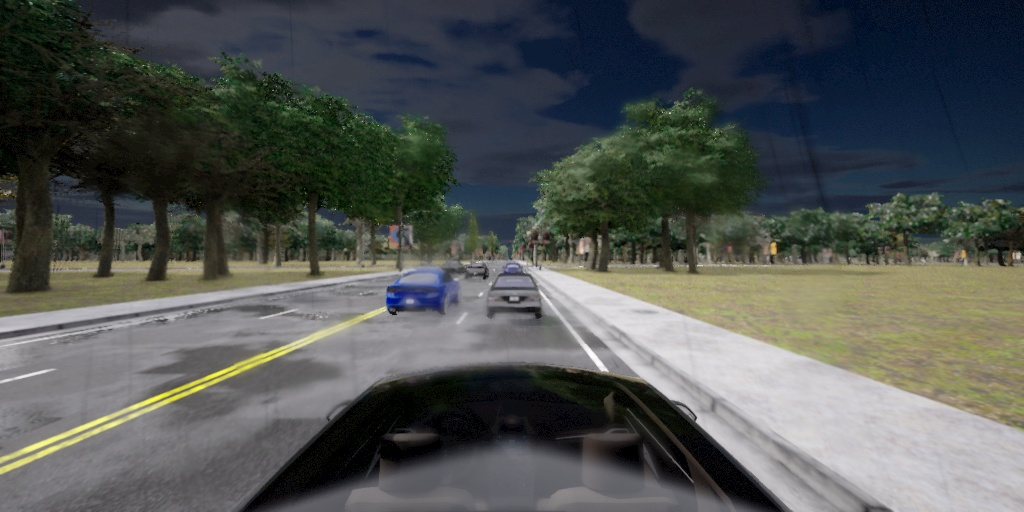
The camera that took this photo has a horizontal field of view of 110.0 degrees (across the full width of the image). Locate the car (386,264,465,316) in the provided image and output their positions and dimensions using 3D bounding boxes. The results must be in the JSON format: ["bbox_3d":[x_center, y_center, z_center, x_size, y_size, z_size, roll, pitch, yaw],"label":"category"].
[{"bbox_3d":[-3.166,1.257,13.648,1.882,1.535,5.008,0,0,0],"label":"car"}]

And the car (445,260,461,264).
[{"bbox_3d":[-6.591,1.225,40.015,2.097,1.767,4.553,0,0,0],"label":"car"}]

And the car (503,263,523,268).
[{"bbox_3d":[0.086,1.375,34.189,1.812,1.442,4.674,0,0,0],"label":"car"}]

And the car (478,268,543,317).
[{"bbox_3d":[0.086,1.326,13.198,2.033,1.411,5.357,0,0,0],"label":"car"}]

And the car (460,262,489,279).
[{"bbox_3d":[-3.156,1.337,33.289,2.128,1.511,4.902,0,0,0],"label":"car"}]
